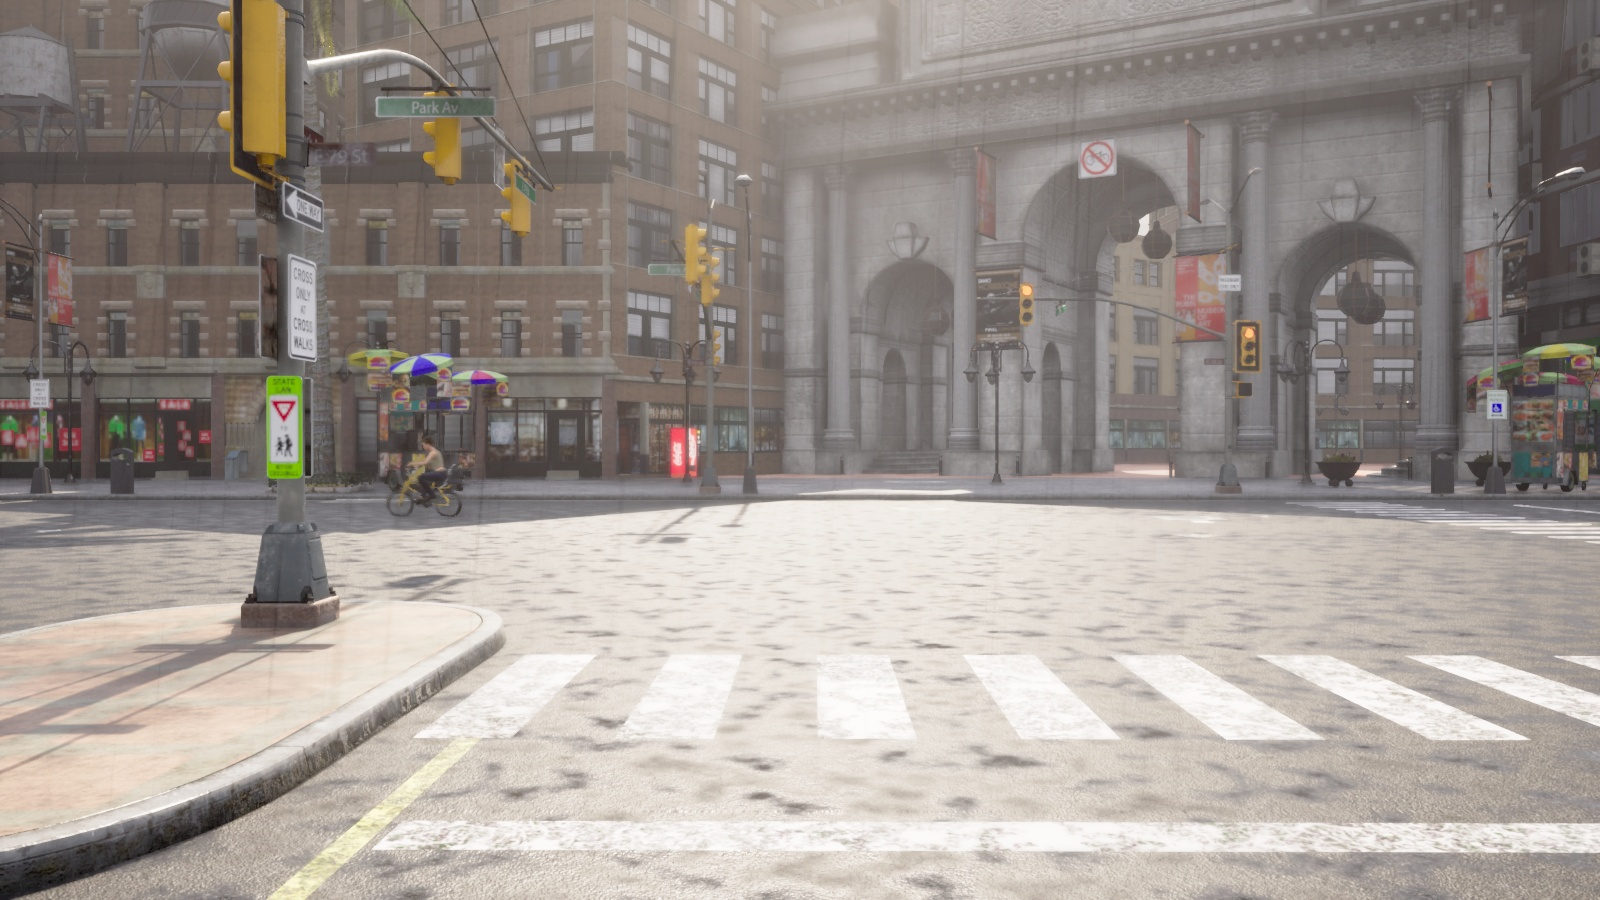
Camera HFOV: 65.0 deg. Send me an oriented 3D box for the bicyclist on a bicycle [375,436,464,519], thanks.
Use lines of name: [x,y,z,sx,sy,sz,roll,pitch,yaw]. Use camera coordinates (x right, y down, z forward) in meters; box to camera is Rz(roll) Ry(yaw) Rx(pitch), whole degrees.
bicyclist on a bicycle: [-7.564,0.536,25.026,1.509,1.612,0.866,0,0,1]
